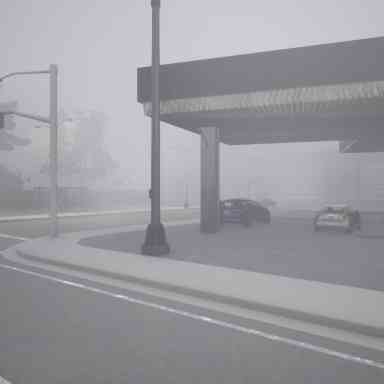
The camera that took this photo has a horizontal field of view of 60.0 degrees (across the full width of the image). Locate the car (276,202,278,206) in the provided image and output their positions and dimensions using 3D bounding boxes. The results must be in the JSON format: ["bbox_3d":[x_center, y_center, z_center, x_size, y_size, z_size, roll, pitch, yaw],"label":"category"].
[{"bbox_3d":[10.517,1.547,47.966,2.033,1.411,5.357,0,0,37],"label":"car"}]

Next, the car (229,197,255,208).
[{"bbox_3d":[7.530,1.505,49.816,1.837,1.490,4.892,0,0,36],"label":"car"}]

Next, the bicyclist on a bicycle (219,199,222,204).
[{"bbox_3d":[2.550,1.387,29.682,0.582,1.620,1.656,0,-9,-36],"label":"bicyclist on a bicycle"}]

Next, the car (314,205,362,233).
[{"bbox_3d":[8.504,1.456,19.228,1.970,1.475,3.806,0,0,37],"label":"car"}]

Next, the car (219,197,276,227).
[{"bbox_3d":[3.430,1.295,22.027,2.242,1.667,4.611,0,0,37],"label":"car"}]
